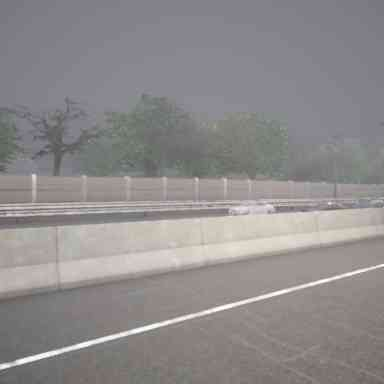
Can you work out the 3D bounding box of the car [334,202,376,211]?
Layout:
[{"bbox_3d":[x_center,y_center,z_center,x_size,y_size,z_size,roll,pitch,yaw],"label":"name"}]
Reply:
[{"bbox_3d":[14.144,1.527,26.850,5.357,1.411,2.033,0,0,-35],"label":"car"}]

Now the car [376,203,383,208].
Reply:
[{"bbox_3d":[7.632,1.213,9.166,5.566,2.045,2.150,0,0,-35],"label":"car"}]

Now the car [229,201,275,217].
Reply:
[{"bbox_3d":[5.339,1.509,29.218,4.674,1.442,1.812,0,0,-35],"label":"car"}]

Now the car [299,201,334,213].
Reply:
[{"bbox_3d":[11.727,1.527,29.434,5.357,1.411,2.033,0,0,-35],"label":"car"}]
